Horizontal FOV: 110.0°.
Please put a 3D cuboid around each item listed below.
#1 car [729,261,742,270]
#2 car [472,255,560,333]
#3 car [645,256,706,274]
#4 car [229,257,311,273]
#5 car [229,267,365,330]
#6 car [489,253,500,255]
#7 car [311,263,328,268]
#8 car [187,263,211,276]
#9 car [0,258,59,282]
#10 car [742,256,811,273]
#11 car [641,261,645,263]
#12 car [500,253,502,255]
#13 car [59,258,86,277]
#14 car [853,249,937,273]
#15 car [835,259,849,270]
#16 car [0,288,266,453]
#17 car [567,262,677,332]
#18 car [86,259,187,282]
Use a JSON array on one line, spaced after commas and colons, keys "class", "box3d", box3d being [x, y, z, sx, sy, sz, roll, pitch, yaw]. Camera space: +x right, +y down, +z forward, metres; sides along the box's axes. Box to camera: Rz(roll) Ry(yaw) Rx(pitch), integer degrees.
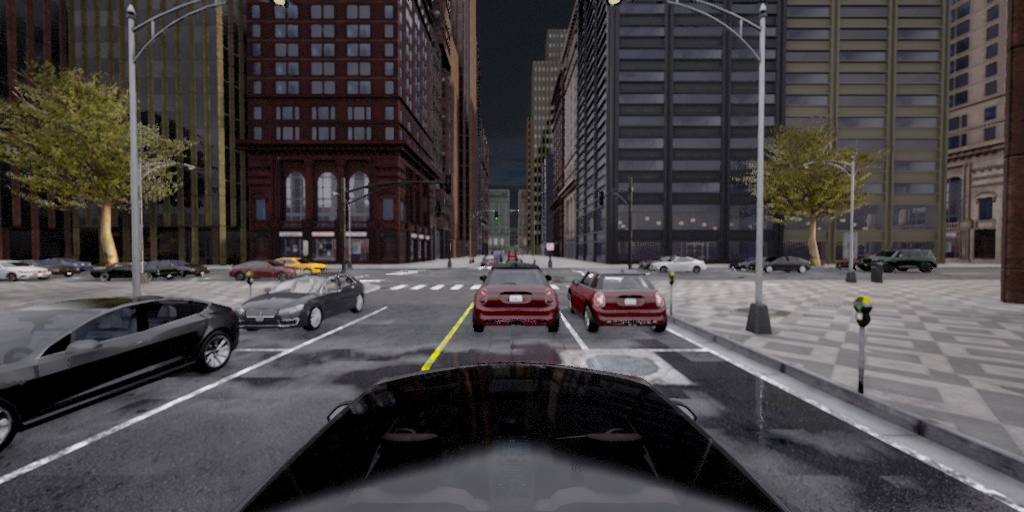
[{"class": "car", "box3d": [24.360, 0.720, 35.159, 5.357, 1.411, 2.033, 0, 1, 0]}, {"class": "car", "box3d": [0.108, 0.973, 10.412, 2.097, 1.767, 4.553, 0, 1, 0]}, {"class": "car", "box3d": [14.728, 0.783, 31.917, 4.674, 1.442, 1.812, 0, 1, 1]}, {"class": "car", "box3d": [-17.210, 0.993, 25.219, 4.674, 1.442, 1.812, 0, 1, -2]}, {"class": "car", "box3d": [-5.742, 1.172, 10.363, 2.007, 1.370, 4.403, 0, 0, 0]}, {"class": "car", "box3d": [-2.961, 0.622, 46.805, 1.812, 1.442, 4.674, 0, 1, 1]}, {"class": "car", "box3d": [-17.279, 0.881, 28.463, 5.008, 1.535, 1.882, 0, 1, 1]}, {"class": "car", "box3d": [-27.222, 0.978, 28.473, 5.357, 1.411, 2.033, 0, 1, 1]}, {"class": "car", "box3d": [-35.521, 1.043, 25.228, 4.674, 1.442, 1.812, 0, 1, 0]}, {"class": "car", "box3d": [23.751, 0.743, 31.905, 4.892, 1.490, 1.837, 0, 1, 0]}, {"class": "car", "box3d": [14.770, 0.719, 35.159, 4.674, 1.442, 1.812, 0, 1, 0]}, {"class": "car", "box3d": [-2.950, 0.566, 56.161, 1.895, 1.301, 4.718, 0, 1, 0]}, {"class": "car", "box3d": [-37.856, 1.008, 28.476, 5.357, 1.411, 2.033, 0, 1, -1]}, {"class": "car", "box3d": [34.202, 0.439, 31.892, 5.566, 2.045, 2.150, 0, 1, 0]}, {"class": "car", "box3d": [34.660, 0.629, 35.143, 5.008, 1.535, 1.882, 0, 1, 0]}, {"class": "car", "box3d": [-5.756, 1.271, 4.727, 1.948, 1.339, 4.313, 0, 0, 0]}, {"class": "car", "box3d": [2.783, 1.062, 10.344, 1.967, 1.591, 4.097, 0, 0, 0]}, {"class": "car", "box3d": [-26.311, 1.093, 25.223, 4.718, 1.301, 1.895, 0, 1, 0]}]
